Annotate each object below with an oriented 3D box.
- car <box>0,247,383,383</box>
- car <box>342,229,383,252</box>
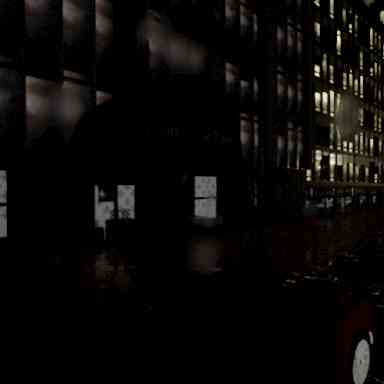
[{"bbox_3d":[0.382,1.544,3.460,4.507,1.381,1.887,0,-1,-43],"label":"car"},{"bbox_3d":[4.528,1.546,7.347,4.403,1.369,2.008,0,-1,-43],"label":"car"}]
